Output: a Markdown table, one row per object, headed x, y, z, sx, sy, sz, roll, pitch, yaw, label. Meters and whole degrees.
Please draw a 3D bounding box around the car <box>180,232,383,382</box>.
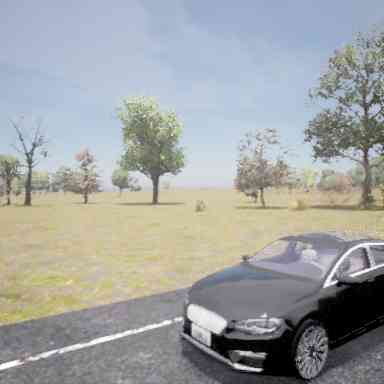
| x | y | z | sx | sy | sz | roll | pitch | yaw | label |
| --- | --- | --- | --- | --- | --- | --- | --- | --- | --- |
| 2.093 | 1.485 | 5.525 | 4.902 | 1.511 | 2.128 | 0 | 0 | -36 | car |
